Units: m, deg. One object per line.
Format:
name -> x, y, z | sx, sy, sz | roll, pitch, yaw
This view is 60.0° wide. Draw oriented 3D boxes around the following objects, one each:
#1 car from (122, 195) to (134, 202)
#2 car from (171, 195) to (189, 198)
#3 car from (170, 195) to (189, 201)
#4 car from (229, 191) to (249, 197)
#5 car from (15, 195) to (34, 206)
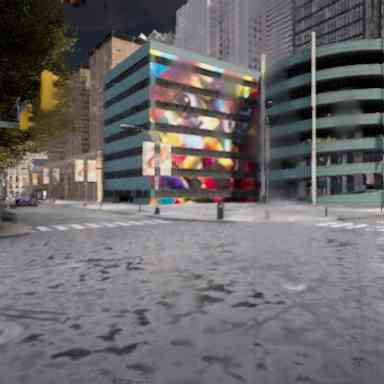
car -> -12.376, 1.315, 66.462 | 2.161, 1.482, 4.786 | 0, 0, -36
car -> -1.916, 1.208, 58.955 | 2.002, 1.452, 4.674 | 0, 0, -36
car -> -2.709, 1.325, 72.890 | 1.895, 1.301, 4.718 | 0, 0, -36
car -> 11.832, 0.827, 84.353 | 2.435, 2.045, 5.566 | 0, 0, -36
car -> -27.527, 1.321, 54.618 | 2.097, 1.767, 4.553 | 0, 0, -37
